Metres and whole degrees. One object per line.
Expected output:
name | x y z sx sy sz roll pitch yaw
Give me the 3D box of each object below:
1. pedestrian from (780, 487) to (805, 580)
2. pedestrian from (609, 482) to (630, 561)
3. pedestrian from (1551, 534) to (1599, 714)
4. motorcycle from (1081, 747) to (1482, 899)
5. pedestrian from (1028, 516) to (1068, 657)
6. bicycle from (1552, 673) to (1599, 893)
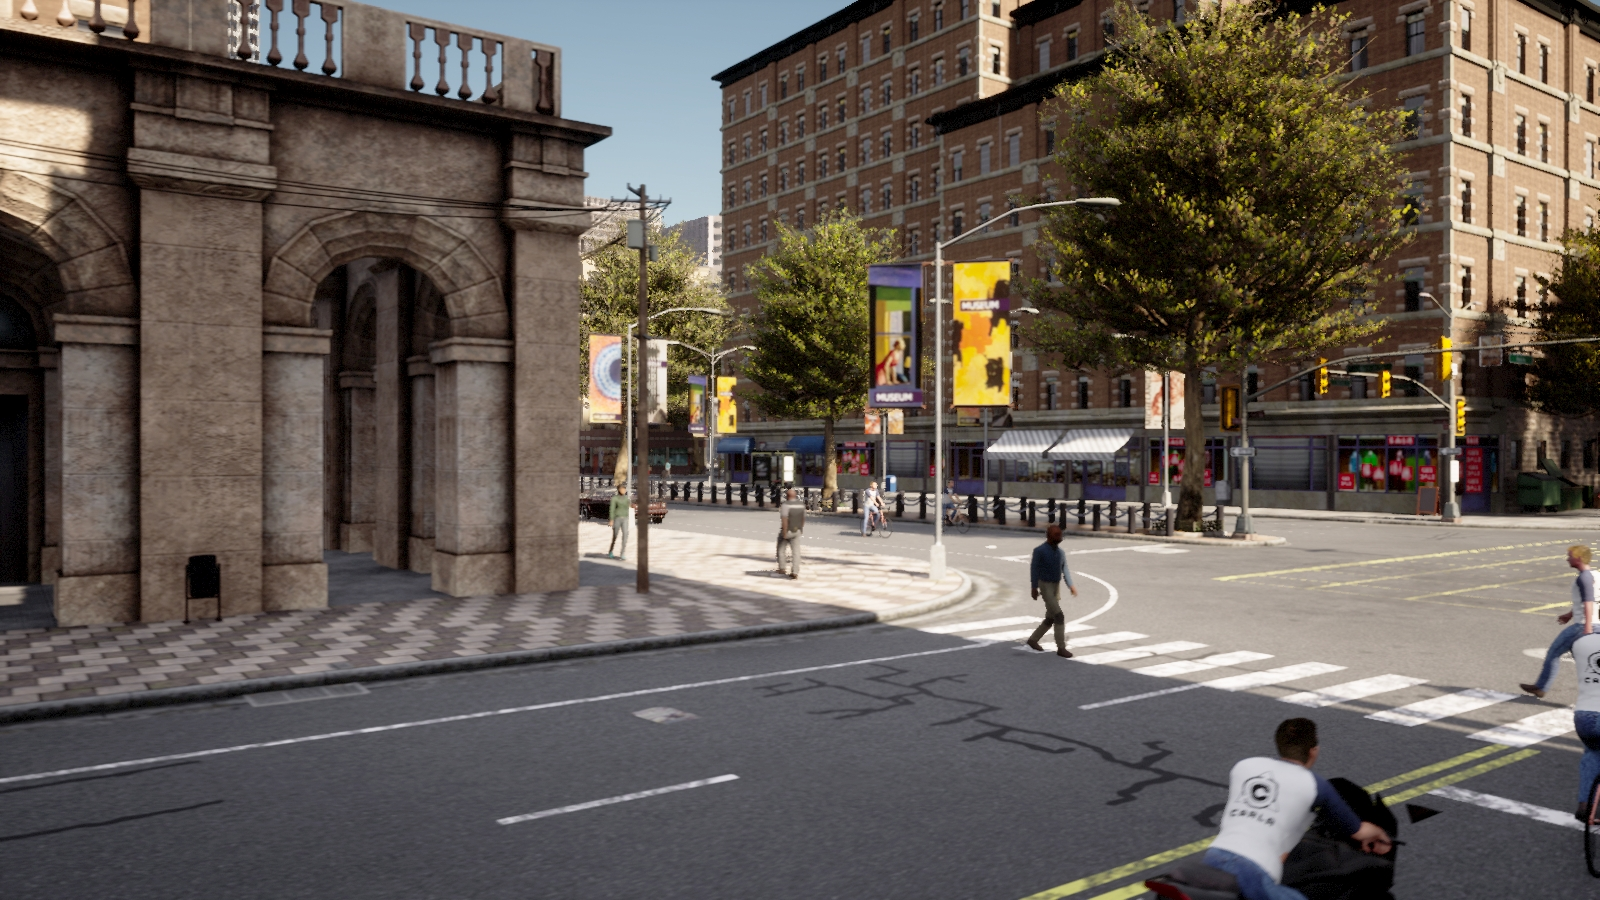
pedestrian | -0.149 1.697 23.362 0.375 1.860 0.375 0 0 -32
pedestrian | -4.317 1.697 27.332 0.375 1.860 0.375 0 0 -33
pedestrian | 8.377 1.849 12.298 0.375 1.860 0.375 0 0 -36
motorcycle | 2.324 2.213 5.401 2.033 1.145 0.803 0 0 -36
pedestrian | 3.381 1.849 15.586 0.375 1.860 0.375 0 0 -34
bicycle | 5.616 2.207 7.842 1.643 1.196 0.373 0 0 -43
